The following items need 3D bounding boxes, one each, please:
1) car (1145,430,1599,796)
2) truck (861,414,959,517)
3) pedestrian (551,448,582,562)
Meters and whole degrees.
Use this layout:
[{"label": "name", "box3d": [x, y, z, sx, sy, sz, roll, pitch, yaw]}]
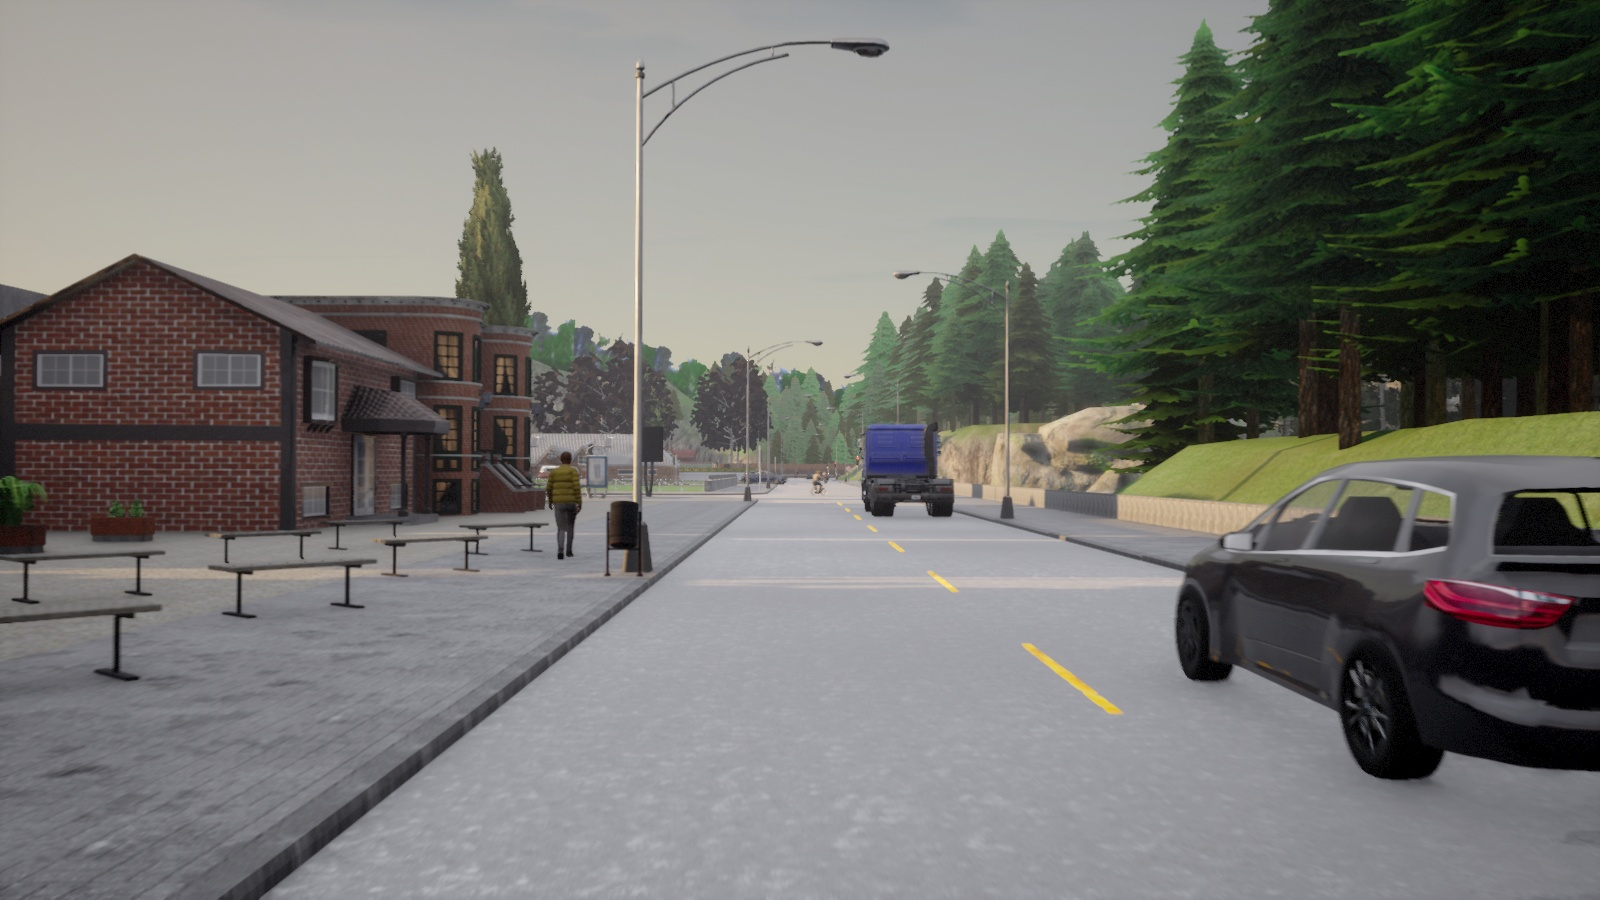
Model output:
[{"label": "car", "box3d": [3.981, 0.778, 8.048, 2.242, 1.667, 4.611, 0, -1, 0]}, {"label": "truck", "box3d": [3.889, 0.593, 46.313, 2.891, 3.462, 7.936, 0, -1, 0]}, {"label": "pedestrian", "box3d": [-3.822, 0.885, 20.601, 0.370, 1.835, 0.726, 0, -1, 1]}]
